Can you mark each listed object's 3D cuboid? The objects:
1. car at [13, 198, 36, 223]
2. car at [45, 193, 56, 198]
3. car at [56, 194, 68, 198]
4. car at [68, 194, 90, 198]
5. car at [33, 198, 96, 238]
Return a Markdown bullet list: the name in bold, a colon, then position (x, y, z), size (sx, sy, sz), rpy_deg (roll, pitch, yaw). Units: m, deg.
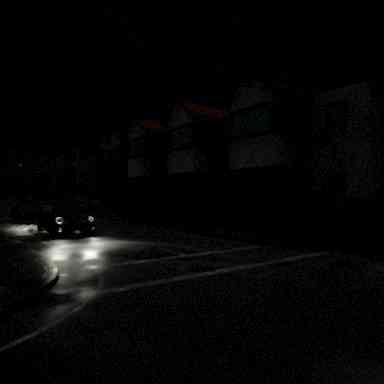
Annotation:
- **car**: position (-12.828, 1.518, 26.268), size (1.882, 1.535, 5.008), rpy_deg (1, 0, -36)
- **car**: position (-35.665, 1.275, 87.472), size (3.866, 1.878, 1.905), rpy_deg (1, 0, -36)
- **car**: position (-28.103, 1.353, 77.151), size (5.027, 1.636, 2.152), rpy_deg (1, 0, -36)
- **car**: position (-24.049, 1.435, 72.166), size (3.806, 1.475, 1.970), rpy_deg (1, 0, -36)
- **car**: position (-6.937, 1.393, 18.206), size (2.097, 1.767, 4.553), rpy_deg (1, 0, -36)
